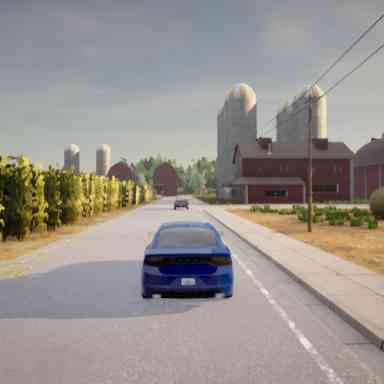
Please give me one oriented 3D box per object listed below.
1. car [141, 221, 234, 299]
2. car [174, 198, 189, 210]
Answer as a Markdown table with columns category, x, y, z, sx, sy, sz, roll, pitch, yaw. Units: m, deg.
| category | x | y | z | sx | sy | sz | roll | pitch | yaw |
| --- | --- | --- | --- | --- | --- | --- | --- | --- | --- |
| car | -0.141 | 1.475 | 8.510 | 1.882 | 1.535 | 5.008 | 0 | 0 | -2 |
| car | -1.404 | 1.479 | 43.358 | 2.128 | 1.511 | 4.902 | 0 | 0 | -2 |
